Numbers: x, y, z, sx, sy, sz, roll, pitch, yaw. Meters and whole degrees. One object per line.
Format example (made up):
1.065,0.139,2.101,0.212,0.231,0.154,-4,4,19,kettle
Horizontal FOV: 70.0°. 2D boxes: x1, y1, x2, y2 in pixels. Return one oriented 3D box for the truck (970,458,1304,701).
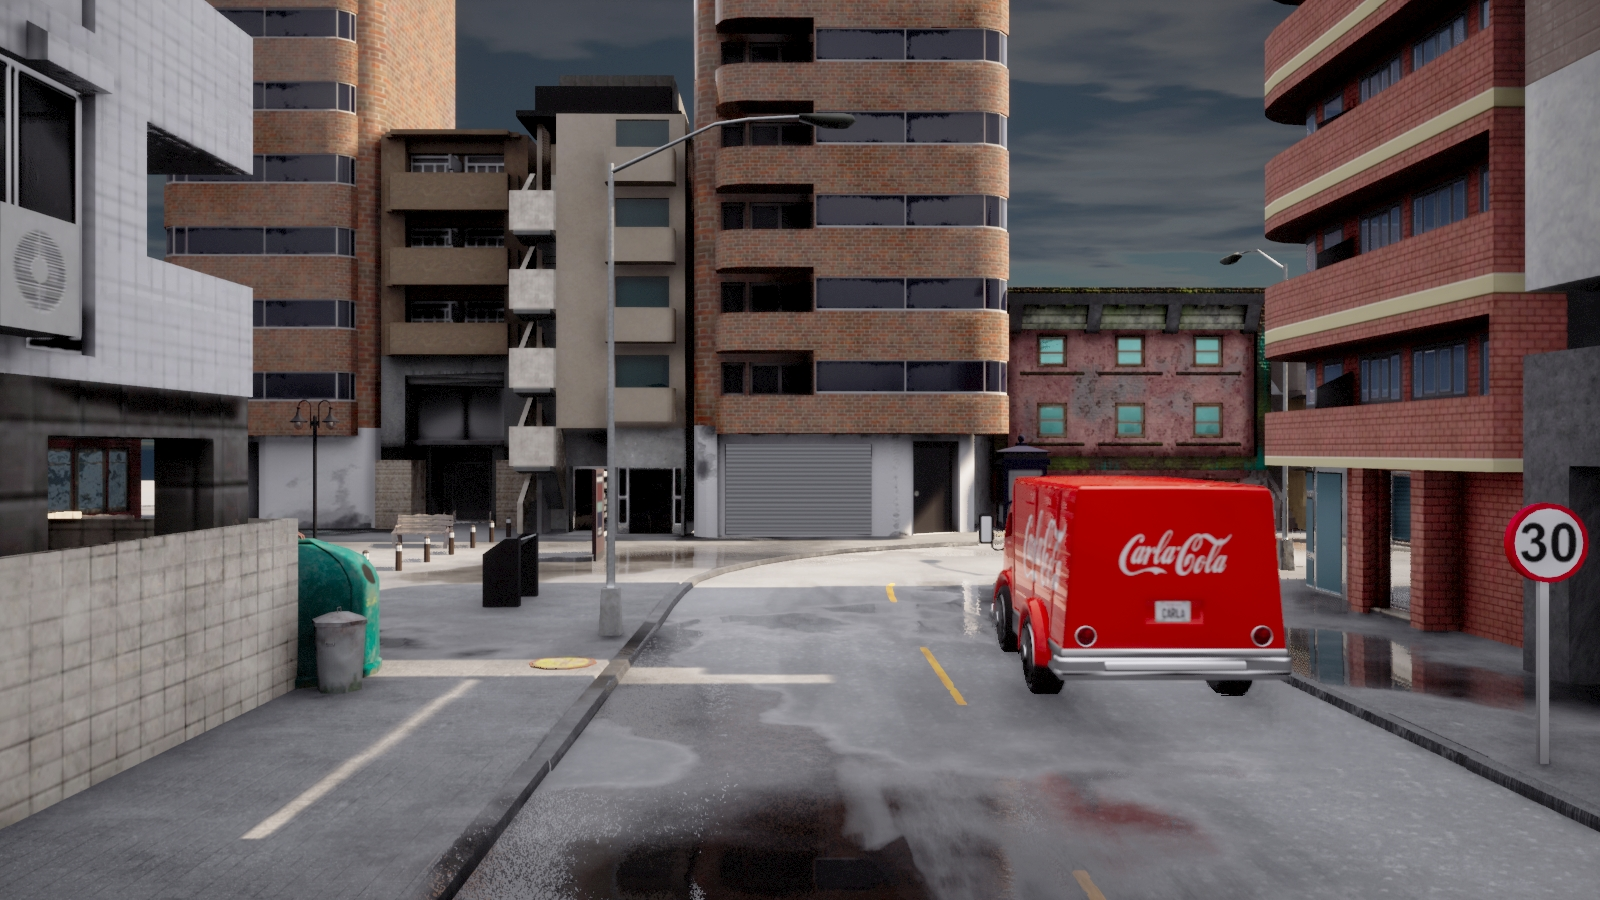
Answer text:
3.852,1.352,14.343,2.627,2.467,5.204,0,0,0,truck
